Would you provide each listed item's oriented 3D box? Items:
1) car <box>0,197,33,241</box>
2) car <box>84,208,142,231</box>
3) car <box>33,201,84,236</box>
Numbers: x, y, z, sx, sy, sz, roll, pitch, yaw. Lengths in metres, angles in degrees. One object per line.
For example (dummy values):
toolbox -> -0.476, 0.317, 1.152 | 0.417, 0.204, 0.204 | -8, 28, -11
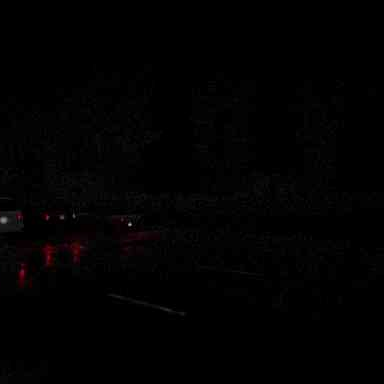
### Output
car -> -10.036, 1.239, 15.445 | 5.566, 2.045, 2.150 | 0, 0, 36
car -> -5.436, 1.618, 20.762 | 4.718, 1.301, 1.895 | 0, 0, 36
car -> -8.531, 1.370, 18.669 | 4.553, 1.767, 2.097 | 0, 0, 36
